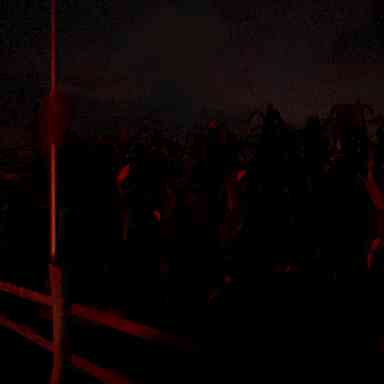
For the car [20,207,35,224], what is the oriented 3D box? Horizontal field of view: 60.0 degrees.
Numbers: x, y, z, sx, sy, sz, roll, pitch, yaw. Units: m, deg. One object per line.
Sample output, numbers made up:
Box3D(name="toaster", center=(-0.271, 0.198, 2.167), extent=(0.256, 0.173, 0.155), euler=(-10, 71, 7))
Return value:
Box3D(name="car", center=(-10.491, 1.728, 25.326), extent=(2.128, 1.511, 4.902), euler=(0, -1, 36))
